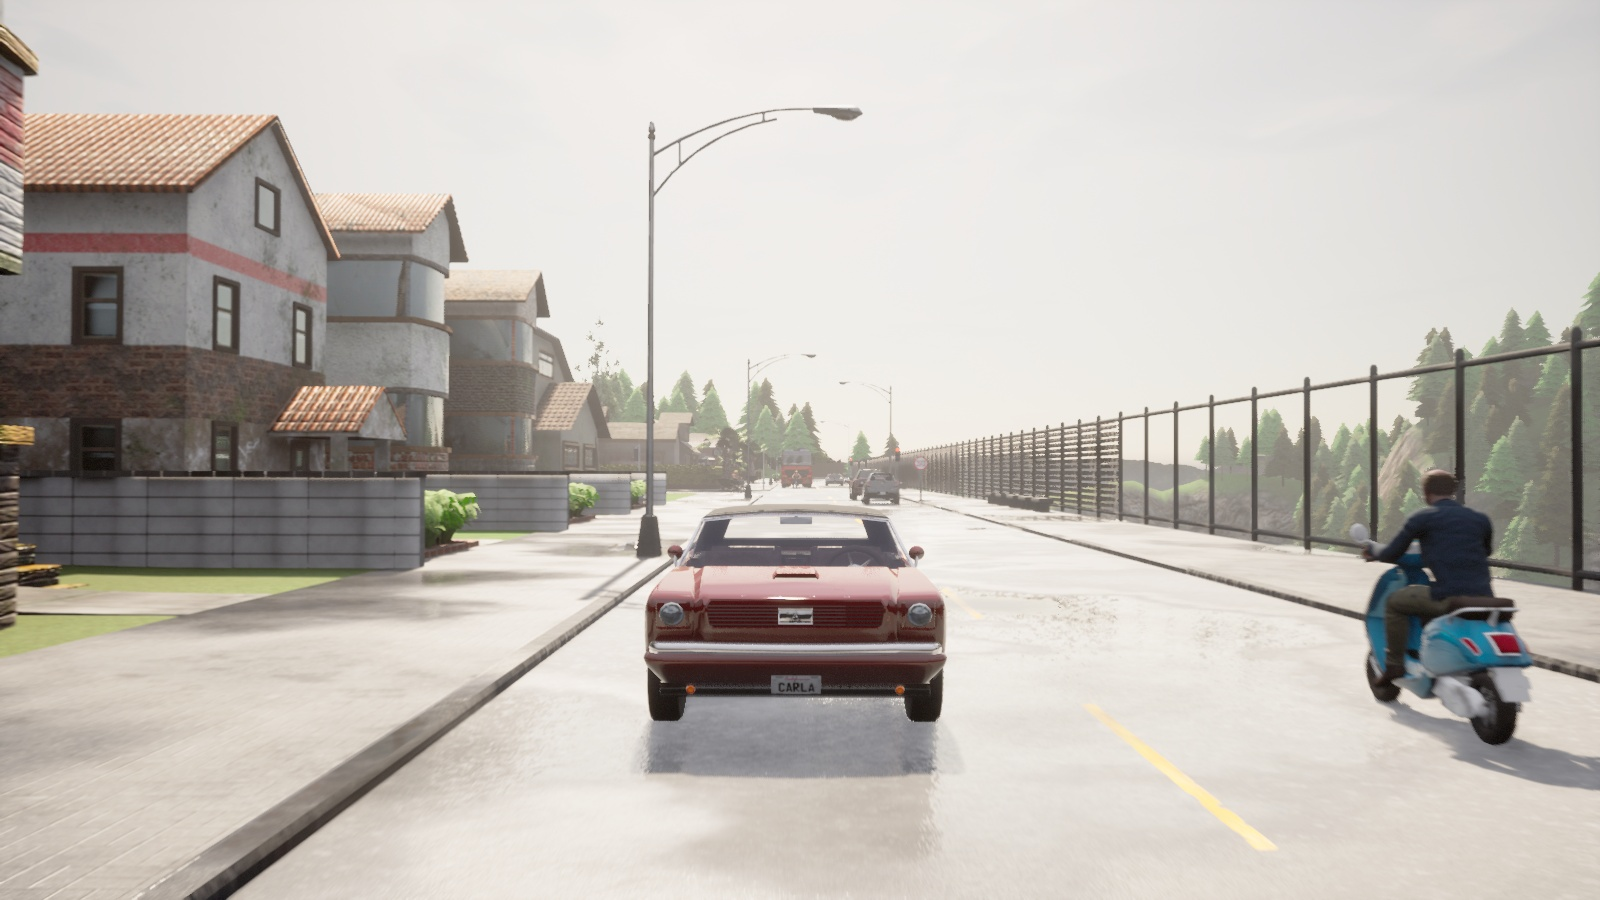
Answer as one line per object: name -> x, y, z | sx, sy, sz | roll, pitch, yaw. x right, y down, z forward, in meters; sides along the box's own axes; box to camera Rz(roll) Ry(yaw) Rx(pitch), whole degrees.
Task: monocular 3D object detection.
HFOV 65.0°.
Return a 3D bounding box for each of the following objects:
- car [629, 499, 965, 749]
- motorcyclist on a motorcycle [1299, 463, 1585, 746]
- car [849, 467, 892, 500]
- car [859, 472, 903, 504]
car -> -0.023, 1.074, 9.460 | 1.895, 1.301, 4.718 | 0, -1, 0
motorcyclist on a motorcycle -> 3.980, 0.886, 7.990 | 0.866, 1.590, 1.817 | 0, -1, 0
car -> 3.832, 1.814, 69.075 | 2.097, 1.767, 4.553 | 0, -1, 0
car -> 3.853, 1.822, 60.406 | 1.845, 1.501, 3.633 | 0, -1, 0
